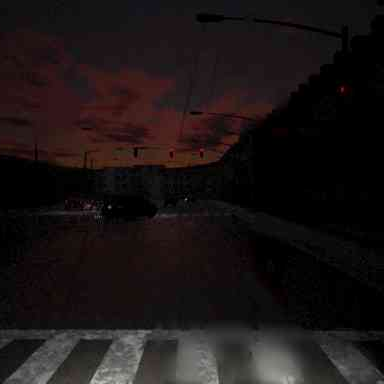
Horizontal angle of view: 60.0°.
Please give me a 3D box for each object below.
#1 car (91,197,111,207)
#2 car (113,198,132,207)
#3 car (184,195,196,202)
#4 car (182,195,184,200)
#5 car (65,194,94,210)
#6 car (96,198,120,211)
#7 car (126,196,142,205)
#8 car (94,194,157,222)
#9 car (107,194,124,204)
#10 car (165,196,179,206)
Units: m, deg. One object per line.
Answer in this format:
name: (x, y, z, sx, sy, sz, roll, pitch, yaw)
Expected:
car: (-14.133, 1.505, 51.898, 1.837, 1.490, 4.892, 0, 0, 0)
car: (-10.631, 1.601, 51.401, 1.895, 1.301, 4.718, 0, 0, 0)
car: (-0.113, 1.518, 73.392, 2.128, 1.511, 4.902, 0, 0, -3)
car: (-1.379, 1.390, 83.471, 2.128, 1.511, 4.902, 0, 0, -17)
car: (-14.132, 1.221, 42.089, 2.150, 2.045, 5.566, 0, 0, 1)
car: (-10.628, 1.526, 42.296, 1.812, 1.442, 4.674, 0, 0, 0)
car: (-10.625, 1.547, 61.743, 2.033, 1.411, 5.357, 0, 0, 0)
car: (-4.987, 1.221, 26.926, 2.150, 2.045, 5.566, 1, 0, 24)
car: (-14.125, 1.352, 61.871, 2.097, 1.767, 4.553, 0, 0, 0)
car: (-3.469, 1.505, 55.070, 1.837, 1.490, 4.892, 0, 0, 0)
